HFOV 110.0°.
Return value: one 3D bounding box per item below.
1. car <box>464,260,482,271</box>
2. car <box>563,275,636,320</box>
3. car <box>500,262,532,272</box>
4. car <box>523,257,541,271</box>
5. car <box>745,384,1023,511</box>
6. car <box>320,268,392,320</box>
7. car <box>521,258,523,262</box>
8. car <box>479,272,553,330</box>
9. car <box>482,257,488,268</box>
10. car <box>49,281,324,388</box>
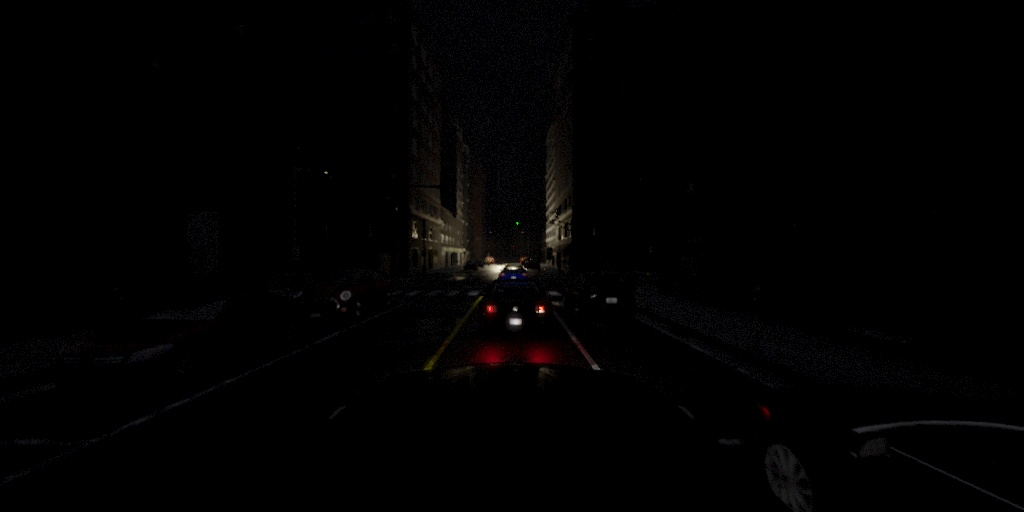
[{"bbox_3d":[-5.630,1.329,49.456,1.802,1.307,4.207,0,0,0],"label":"car"},{"bbox_3d":[2.857,1.308,12.353,1.948,1.339,4.313,0,0,0],"label":"car"},{"bbox_3d":[0.103,1.304,24.437,1.994,1.385,4.181,0,0,0],"label":"car"},{"bbox_3d":[2.895,1.187,49.442,1.967,1.591,4.097,0,0,0],"label":"car"},{"bbox_3d":[2.857,1.301,1.351,2.007,1.370,4.403,0,0,0],"label":"car"},{"bbox_3d":[-5.668,1.182,12.354,1.967,1.591,4.097,0,0,0],"label":"car"},{"bbox_3d":[2.916,1.308,60.260,2.007,1.370,4.403,0,0,0],"label":"car"},{"bbox_3d":[0.098,1.344,11.103,1.895,1.301,4.718,0,0,0],"label":"car"},{"bbox_3d":[-5.609,1.309,60.272,2.007,1.370,4.403,0,0,0],"label":"car"},{"bbox_3d":[-5.669,1.328,6.853,1.802,1.307,4.207,0,0,0],"label":"car"}]
